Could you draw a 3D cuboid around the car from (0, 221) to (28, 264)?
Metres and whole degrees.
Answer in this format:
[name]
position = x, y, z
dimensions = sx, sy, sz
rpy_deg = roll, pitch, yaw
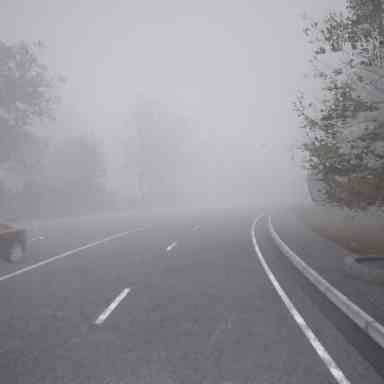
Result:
[car]
position = -6.598, 1.476, 9.136
dimensions = 1.882, 1.535, 5.008
rpy_deg = 0, 0, 5
